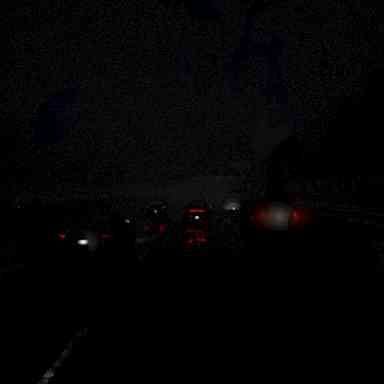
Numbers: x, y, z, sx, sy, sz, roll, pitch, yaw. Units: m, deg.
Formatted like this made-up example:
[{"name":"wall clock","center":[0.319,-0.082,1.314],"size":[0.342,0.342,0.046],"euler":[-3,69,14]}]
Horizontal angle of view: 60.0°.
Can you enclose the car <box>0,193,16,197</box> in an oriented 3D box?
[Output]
[{"name":"car","center":[-20.468,1.123,34.791],"size":[2.150,2.045,5.566],"euler":[0,0,2]}]

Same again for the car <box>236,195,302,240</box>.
[{"name":"car","center":[3.740,1.146,16.610],"size":[2.150,2.045,5.566],"euler":[0,0,1]}]

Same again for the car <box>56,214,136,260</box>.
[{"name":"car","center":[-3.313,1.500,12.203],"size":[1.994,1.385,4.181],"euler":[0,0,1]}]

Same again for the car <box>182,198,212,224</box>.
[{"name":"car","center":[0.377,1.407,23.970],"size":[1.837,1.490,4.892],"euler":[0,0,1]}]

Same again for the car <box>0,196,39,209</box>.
[{"name":"car","center":[-16.999,1.376,33.849],"size":[1.837,1.490,4.892],"euler":[0,0,2]}]

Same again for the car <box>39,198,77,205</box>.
[{"name":"car","center":[-13.476,1.350,34.432],"size":[1.882,1.535,5.008],"euler":[0,0,2]}]

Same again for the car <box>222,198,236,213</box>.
[{"name":"car","center":[4.158,1.404,34.847],"size":[1.812,1.442,4.674],"euler":[0,0,2]}]

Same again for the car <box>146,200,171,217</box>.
[{"name":"car","center":[-2.979,1.412,30.096],"size":[1.812,1.442,4.674],"euler":[0,0,1]}]
